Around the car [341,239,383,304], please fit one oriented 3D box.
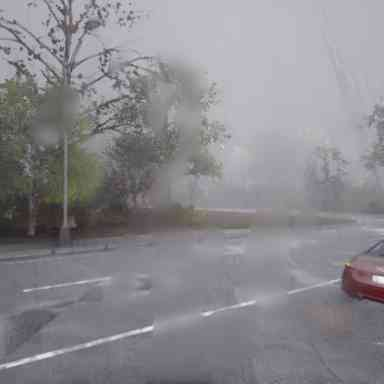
[{"bbox_3d":[5.191,1.625,7.360,4.181,1.385,1.994,0,0,-35],"label":"car"}]
